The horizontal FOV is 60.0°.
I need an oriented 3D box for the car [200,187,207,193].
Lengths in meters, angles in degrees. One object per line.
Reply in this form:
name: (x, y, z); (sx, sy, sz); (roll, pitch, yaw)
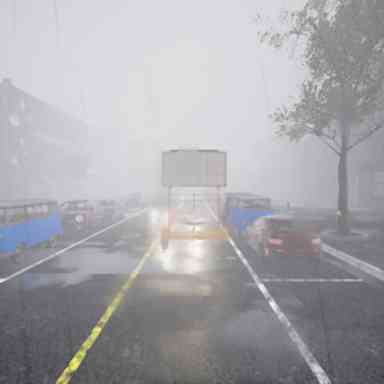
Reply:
car: (3.018, 0.116, 60.494); (2.192, 1.841, 5.009); (-1, 1, 0)

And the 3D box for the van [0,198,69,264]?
van: (-5.636, 1.128, 10.613); (1.690, 1.788, 3.998); (-1, 1, 0)

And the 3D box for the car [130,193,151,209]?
car: (-5.513, 0.788, 32.804); (1.967, 1.590, 4.097); (0, 1, 0)

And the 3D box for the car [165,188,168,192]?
car: (-5.391, 0.459, 54.995); (2.008, 1.369, 4.403); (0, 1, 0)

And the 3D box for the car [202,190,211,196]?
car: (3.081, 0.162, 71.593); (1.802, 1.307, 4.206); (-1, 1, 0)

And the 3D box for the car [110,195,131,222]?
car: (-5.573, 1.112, 21.712); (1.887, 1.381, 4.507); (-1, 1, 0)

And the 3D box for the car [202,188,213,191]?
car: (2.991, 0.432, 55.120); (1.752, 1.417, 4.829); (-1, 1, 0)

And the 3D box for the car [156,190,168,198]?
car: (-5.360, 0.380, 60.543); (1.802, 1.307, 4.206); (0, 1, 0)

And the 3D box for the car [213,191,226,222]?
car: (2.805, 0.885, 21.663); (2.192, 1.841, 5.009); (-1, 1, 0)

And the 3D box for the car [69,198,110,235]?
car: (-5.605, 1.117, 16.163); (1.967, 1.590, 4.097); (-1, 1, 0)

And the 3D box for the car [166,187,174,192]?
car: (-5.271, -0.217, 77.179); (2.192, 1.841, 5.009); (0, 1, 0)

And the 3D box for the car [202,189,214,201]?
car: (2.960, 0.586, 49.404); (1.947, 1.339, 4.313); (-1, 1, 0)

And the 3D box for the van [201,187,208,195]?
van: (3.140, -0.299, 82.683); (1.690, 1.788, 3.998); (-1, 1, 0)

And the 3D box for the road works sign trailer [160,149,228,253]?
road works sign trailer: (0.080, 0.217, 12.395); (2.380, 3.560, 2.880); (0, 1, 1)

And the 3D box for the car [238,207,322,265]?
car: (2.747, 1.371, 10.574); (1.802, 1.307, 4.206); (-1, 1, 0)

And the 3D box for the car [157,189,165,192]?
car: (-5.421, 0.600, 49.448); (1.802, 1.307, 4.206); (0, 1, 0)

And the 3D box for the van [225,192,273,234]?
van: (2.775, 1.021, 16.117); (1.690, 1.788, 3.998); (-1, 1, 0)

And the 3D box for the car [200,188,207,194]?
car: (3.204, -0.339, 93.951); (1.752, 1.417, 4.829); (-1, 1, 0)

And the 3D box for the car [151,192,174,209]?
car: (-2.910, 0.932, 33.676); (1.895, 1.301, 4.718); (0, 1, 0)
